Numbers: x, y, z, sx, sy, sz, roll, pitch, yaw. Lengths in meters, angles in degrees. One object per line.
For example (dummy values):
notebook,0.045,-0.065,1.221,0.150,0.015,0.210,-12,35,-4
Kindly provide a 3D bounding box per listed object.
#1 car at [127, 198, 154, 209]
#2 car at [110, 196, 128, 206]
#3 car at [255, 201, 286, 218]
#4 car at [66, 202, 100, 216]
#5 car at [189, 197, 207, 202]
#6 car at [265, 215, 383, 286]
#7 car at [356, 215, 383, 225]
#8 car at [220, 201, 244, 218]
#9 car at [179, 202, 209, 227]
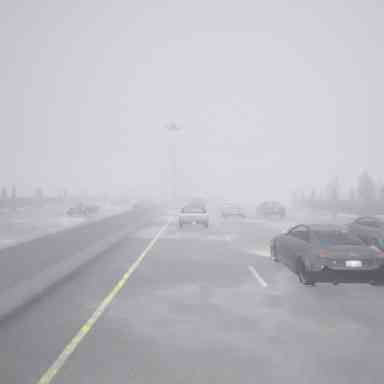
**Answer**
car,-6.279,1.549,43.267,2.033,1.411,5.357,0,0,7
car,-11.580,1.478,53.805,1.882,1.535,5.008,0,0,12
car,7.126,1.549,30.433,2.033,1.411,5.357,0,0,1
car,-10.480,1.601,32.201,1.895,1.301,4.718,0,0,1
car,0.708,1.353,40.710,2.097,1.767,4.553,0,0,5
car,3.601,1.565,9.413,1.994,1.385,4.181,0,0,0
car,7.101,1.565,12.605,1.994,1.385,4.181,0,0,0
car,3.621,1.527,30.276,1.812,1.442,4.674,0,0,0
car,0.101,1.602,22.549,1.895,1.301,4.718,0,0,0
